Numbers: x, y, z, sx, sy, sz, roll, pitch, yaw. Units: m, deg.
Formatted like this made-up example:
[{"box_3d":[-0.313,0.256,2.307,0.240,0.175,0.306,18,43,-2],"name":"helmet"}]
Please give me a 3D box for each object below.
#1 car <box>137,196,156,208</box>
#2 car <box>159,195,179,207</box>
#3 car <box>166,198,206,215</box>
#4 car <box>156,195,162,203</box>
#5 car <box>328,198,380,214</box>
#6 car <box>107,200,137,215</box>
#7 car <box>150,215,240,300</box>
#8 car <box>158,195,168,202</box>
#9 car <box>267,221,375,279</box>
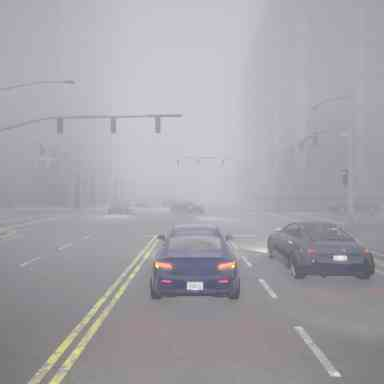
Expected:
[{"box_3d":[-6.988,1.547,48.462,2.033,1.411,5.357,0,0,0],"name":"car"},{"box_3d":[-3.482,1.601,50.338,1.895,1.301,4.718,0,0,0],"name":"car"},{"box_3d":[-0.505,1.571,32.914,1.895,1.301,4.718,0,0,-27],"name":"car"},{"box_3d":[-6.897,1.547,64.083,2.033,1.411,5.357,0,0,1],"name":"car"},{"box_3d":[16.784,1.422,34.535,5.008,1.535,1.882,0,0,0],"name":"car"},{"box_3d":[-7.025,1.532,32.977,1.994,1.385,4.181,0,0,0],"name":"car"},{"box_3d":[0.078,1.526,8.293,1.812,1.442,4.674,0,0,1],"name":"car"},{"box_3d":[-6.821,1.491,79.320,1.837,1.490,4.892,0,0,0],"name":"car"},{"box_3d":[3.594,1.564,10.029,1.994,1.385,4.181,0,0,0],"name":"car"}]
